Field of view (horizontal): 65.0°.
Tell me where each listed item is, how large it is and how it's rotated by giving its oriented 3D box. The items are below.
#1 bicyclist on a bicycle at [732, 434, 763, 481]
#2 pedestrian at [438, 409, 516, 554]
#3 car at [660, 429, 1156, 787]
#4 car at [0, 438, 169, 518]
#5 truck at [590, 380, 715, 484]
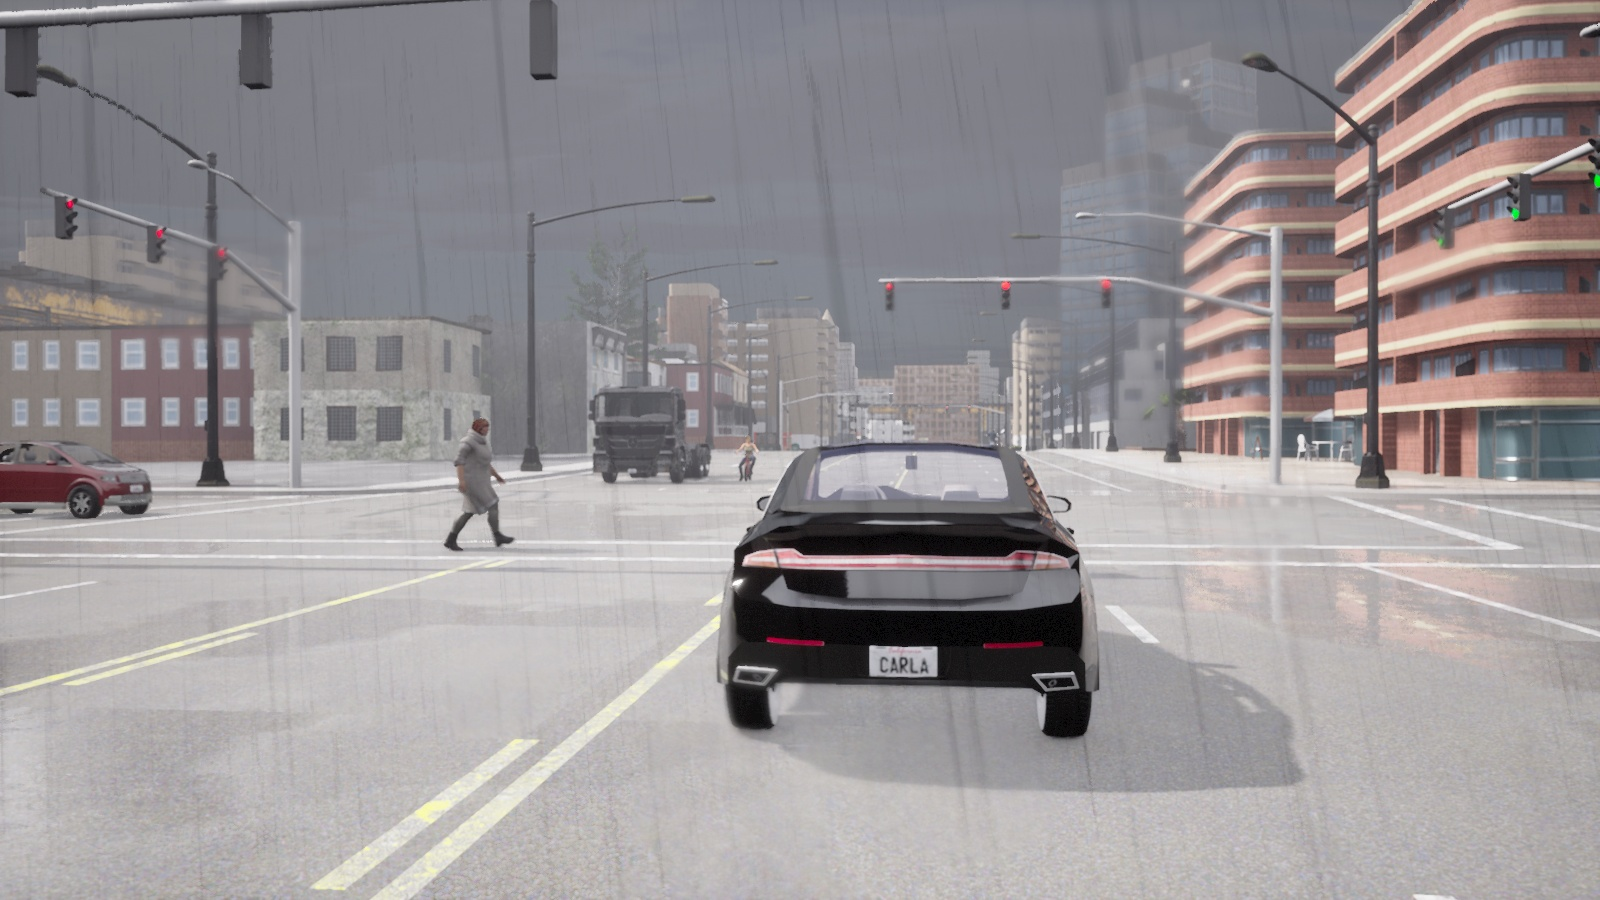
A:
[{"bbox_3d":[-1.852,0.260,44.464,0.866,1.612,1.509,0,1,6],"label":"bicyclist on a bicycle"},{"bbox_3d":[-4.413,0.421,17.200,0.873,1.952,0.659,0,0,2],"label":"pedestrian"},{"bbox_3d":[0.689,0.650,7.847,2.128,1.511,4.902,0,0,6],"label":"car"},{"bbox_3d":[-15.062,0.543,25.446,3.705,1.549,1.789,0,0,8],"label":"car"},{"bbox_3d":[-5.209,-0.683,45.996,2.891,3.462,7.936,0,1,6],"label":"truck"}]
